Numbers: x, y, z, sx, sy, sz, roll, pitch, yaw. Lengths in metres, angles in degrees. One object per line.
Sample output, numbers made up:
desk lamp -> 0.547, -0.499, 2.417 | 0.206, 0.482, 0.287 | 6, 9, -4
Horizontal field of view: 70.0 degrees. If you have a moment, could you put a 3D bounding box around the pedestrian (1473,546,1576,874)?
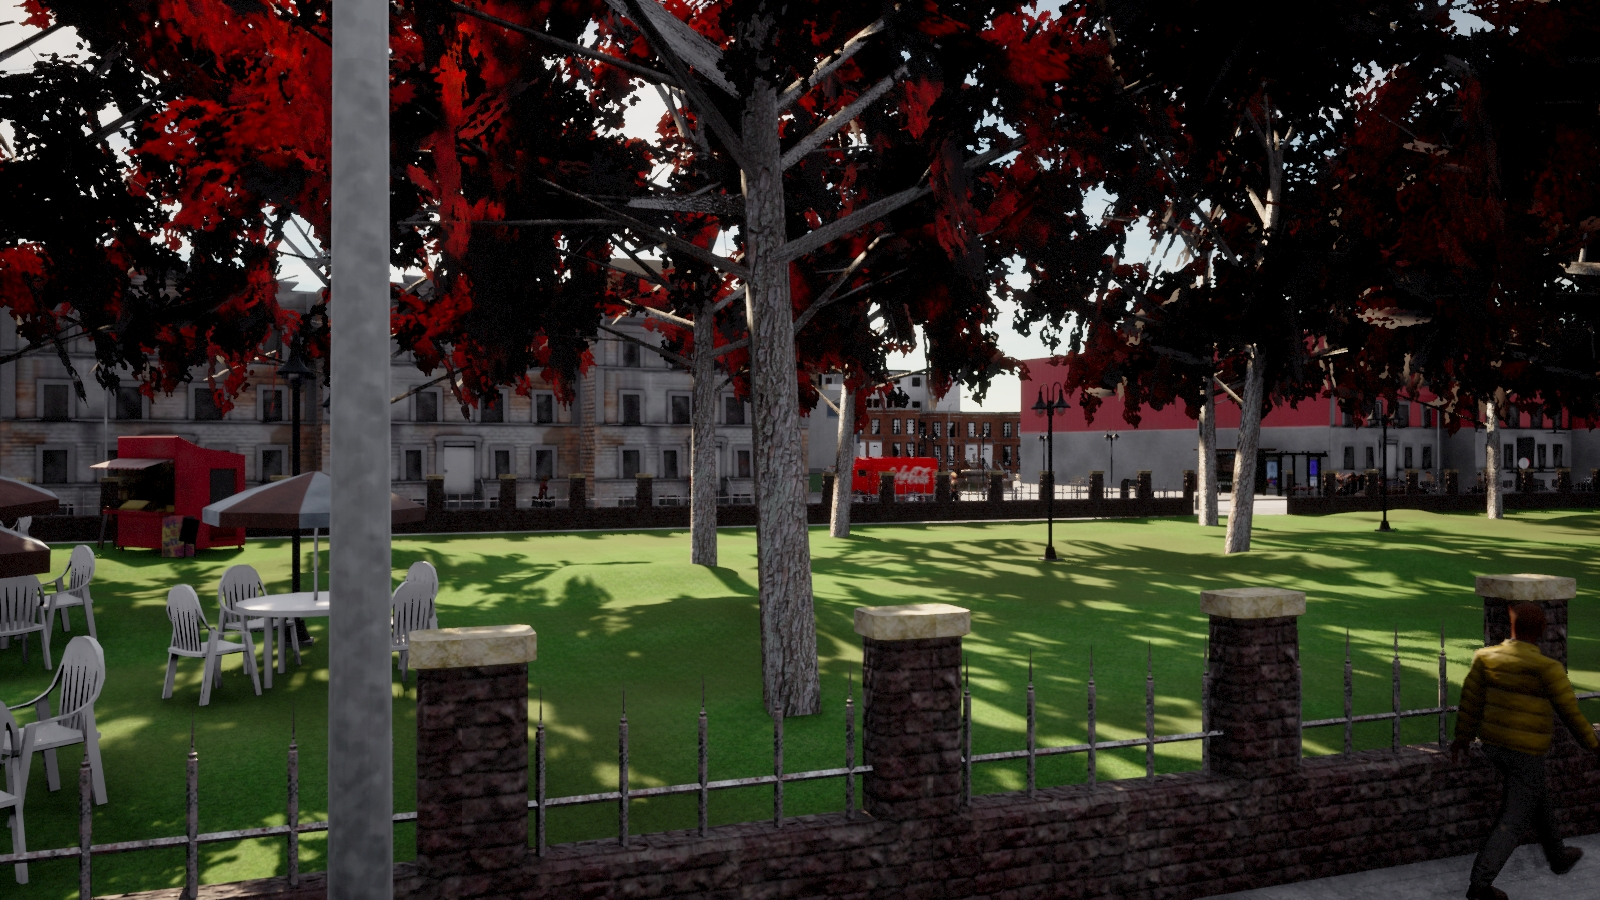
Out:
pedestrian -> 4.349, 1.528, 6.867 | 0.375, 1.860, 0.375 | 0, 0, -20

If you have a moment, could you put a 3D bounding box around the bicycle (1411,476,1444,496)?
bicycle -> 35.693, 2.058, 65.020 | 1.487, 1.080, 0.859 | 0, 0, -20

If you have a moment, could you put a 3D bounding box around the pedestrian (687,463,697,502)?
pedestrian -> -5.104, 1.530, 53.933 | 0.375, 1.860, 0.375 | 0, 0, -29

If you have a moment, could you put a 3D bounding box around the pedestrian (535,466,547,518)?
pedestrian -> -9.356, 1.527, 41.282 | 0.375, 1.860, 0.375 | 0, 0, -16

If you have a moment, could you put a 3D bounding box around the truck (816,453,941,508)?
truck -> 3.631, 1.356, 53.347 | 5.204, 2.467, 2.627 | 0, 0, -20

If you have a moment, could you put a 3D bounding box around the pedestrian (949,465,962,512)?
pedestrian -> 6.188, 1.531, 45.490 | 0.375, 1.860, 0.375 | 0, 0, -37

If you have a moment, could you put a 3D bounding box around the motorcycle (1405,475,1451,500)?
motorcycle -> 32.846, 1.970, 59.742 | 2.356, 1.277, 0.764 | 0, 0, -20

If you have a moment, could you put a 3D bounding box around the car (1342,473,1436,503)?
car -> 30.326, 1.933, 58.822 | 4.181, 1.385, 1.994 | -1, 0, -20
